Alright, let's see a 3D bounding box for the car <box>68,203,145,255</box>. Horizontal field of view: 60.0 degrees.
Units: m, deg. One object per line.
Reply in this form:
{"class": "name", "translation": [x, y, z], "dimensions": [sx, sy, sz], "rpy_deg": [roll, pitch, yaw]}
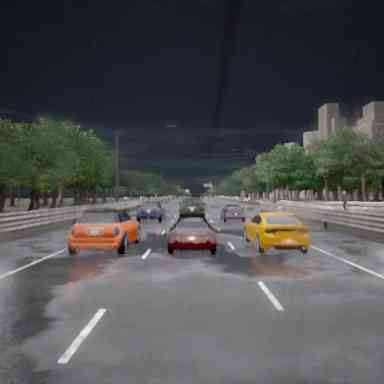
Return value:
{"class": "car", "translation": [-3.494, 1.488, 14.067], "dimensions": [2.097, 1.767, 4.553], "rpy_deg": [0, -1, 0]}

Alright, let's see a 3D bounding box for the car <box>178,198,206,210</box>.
{"class": "car", "translation": [0.005, 1.494, 29.005], "dimensions": [2.150, 2.045, 5.566], "rpy_deg": [0, 0, 0]}

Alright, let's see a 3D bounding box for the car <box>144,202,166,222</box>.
{"class": "car", "translation": [-3.494, 1.628, 29.065], "dimensions": [2.097, 1.767, 4.553], "rpy_deg": [0, -1, 0]}

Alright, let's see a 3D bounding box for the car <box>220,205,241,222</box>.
{"class": "car", "translation": [3.506, 1.825, 28.980], "dimensions": [2.033, 1.411, 5.357], "rpy_deg": [0, 0, 0]}

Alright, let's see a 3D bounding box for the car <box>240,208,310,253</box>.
{"class": "car", "translation": [3.509, 1.620, 14.457], "dimensions": [1.882, 1.535, 5.008], "rpy_deg": [0, 0, 0]}

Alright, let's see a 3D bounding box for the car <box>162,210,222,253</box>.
{"class": "car", "translation": [0.008, 1.705, 14.302], "dimensions": [1.994, 1.385, 4.181], "rpy_deg": [0, -1, 0]}
